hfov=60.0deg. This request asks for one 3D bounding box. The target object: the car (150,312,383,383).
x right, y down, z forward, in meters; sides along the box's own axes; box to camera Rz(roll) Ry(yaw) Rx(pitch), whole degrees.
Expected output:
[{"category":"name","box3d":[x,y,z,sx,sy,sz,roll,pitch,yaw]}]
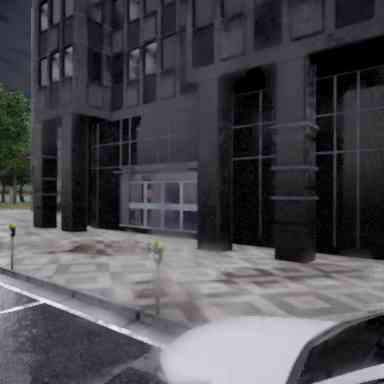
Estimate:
[{"category":"car","box3d":[1.739,1.546,2.127,4.674,1.442,1.812,0,0,38]}]
